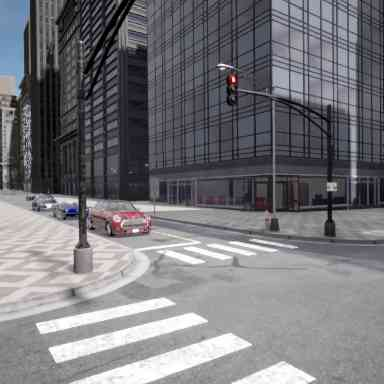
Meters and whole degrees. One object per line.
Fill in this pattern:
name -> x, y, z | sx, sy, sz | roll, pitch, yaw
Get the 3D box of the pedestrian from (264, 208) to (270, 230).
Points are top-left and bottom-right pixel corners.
pedestrian -> 3.896, 1.373, 17.267 | 0.500, 1.100, 0.500 | 0, 0, -34

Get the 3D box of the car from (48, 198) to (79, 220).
car -> -9.597, 1.389, 26.075 | 1.895, 1.301, 4.718 | -1, 1, -34

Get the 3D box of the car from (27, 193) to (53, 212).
car -> -15.410, 1.178, 34.672 | 2.128, 1.511, 4.902 | -1, 1, -34

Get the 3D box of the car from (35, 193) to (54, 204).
car -> -22.641, 0.958, 51.030 | 1.837, 1.490, 4.892 | -1, 1, -34

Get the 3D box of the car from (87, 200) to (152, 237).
car -> -3.928, 1.233, 17.689 | 2.097, 1.767, 4.553 | -1, 1, -34
